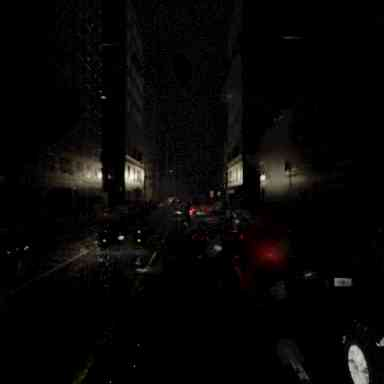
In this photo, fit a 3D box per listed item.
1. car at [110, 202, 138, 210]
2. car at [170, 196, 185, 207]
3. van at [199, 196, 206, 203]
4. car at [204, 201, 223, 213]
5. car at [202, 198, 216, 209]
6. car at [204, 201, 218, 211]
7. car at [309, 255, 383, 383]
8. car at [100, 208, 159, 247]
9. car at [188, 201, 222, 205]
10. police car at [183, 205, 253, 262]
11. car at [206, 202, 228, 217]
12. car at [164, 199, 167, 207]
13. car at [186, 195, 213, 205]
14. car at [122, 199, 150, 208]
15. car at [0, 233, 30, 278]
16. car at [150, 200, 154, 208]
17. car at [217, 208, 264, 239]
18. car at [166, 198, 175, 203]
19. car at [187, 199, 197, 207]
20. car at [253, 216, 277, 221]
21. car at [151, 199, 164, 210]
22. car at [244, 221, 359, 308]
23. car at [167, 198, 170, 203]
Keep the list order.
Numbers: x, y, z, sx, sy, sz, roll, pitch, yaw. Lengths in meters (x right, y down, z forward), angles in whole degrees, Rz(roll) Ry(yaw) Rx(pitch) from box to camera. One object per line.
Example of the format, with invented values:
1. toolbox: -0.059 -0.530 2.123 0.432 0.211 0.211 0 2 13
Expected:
1. car: -5.405 1.690 24.234 1.752 1.417 4.829 0 0 0
2. car: -2.805 1.921 61.234 2.128 1.511 4.902 0 0 0
3. van: 2.561 1.921 84.610 1.690 1.788 3.998 0 0 0
4. car: 2.600 1.831 40.971 2.008 1.369 4.403 0 0 0
5. car: 2.590 1.797 52.010 1.967 1.590 4.097 0 0 0
6. car: 2.595 1.900 46.490 1.802 1.307 4.206 0 0 0
7. car: 2.635 1.566 2.340 2.008 1.369 4.403 0 0 0
8. car: -2.863 1.668 15.488 1.994 1.385 4.181 0 0 0
9. car: 0.788 1.611 22.749 1.801 1.575 5.366 0 0 0
10. police car: 0.715 1.510 12.642 1.930 1.638 5.238 0 0 -2
11. car: 2.605 1.793 35.453 2.008 1.369 4.403 0 0 0
12. car: -5.434 1.881 51.823 1.752 1.417 4.829 0 0 0
13. car: 0.799 1.419 28.587 2.150 2.045 5.566 0 0 0
14. car: -5.415 1.519 29.921 2.192 1.841 5.009 0 0 0
15. car: -5.395 1.635 7.847 1.802 1.307 4.206 0 0 0
16. car: -5.420 1.824 35.438 1.802 1.307 4.206 0 0 0
17. car: 2.620 1.679 18.896 2.008 1.369 4.403 0 0 0
18. car: -5.464 2.131 84.592 2.008 1.369 4.403 0 0 0
19. car: -0.057 2.035 63.284 1.895 1.301 4.718 0 0 0
20. car: 2.625 1.634 13.377 1.887 1.381 4.507 0 0 0
21. car: -5.430 1.759 46.476 1.967 1.590 4.097 0 0 0
22. car: 2.630 1.618 7.858 1.947 1.339 4.313 0 0 0
23. car: -5.439 1.946 57.511 2.008 1.369 4.403 0 0 0
